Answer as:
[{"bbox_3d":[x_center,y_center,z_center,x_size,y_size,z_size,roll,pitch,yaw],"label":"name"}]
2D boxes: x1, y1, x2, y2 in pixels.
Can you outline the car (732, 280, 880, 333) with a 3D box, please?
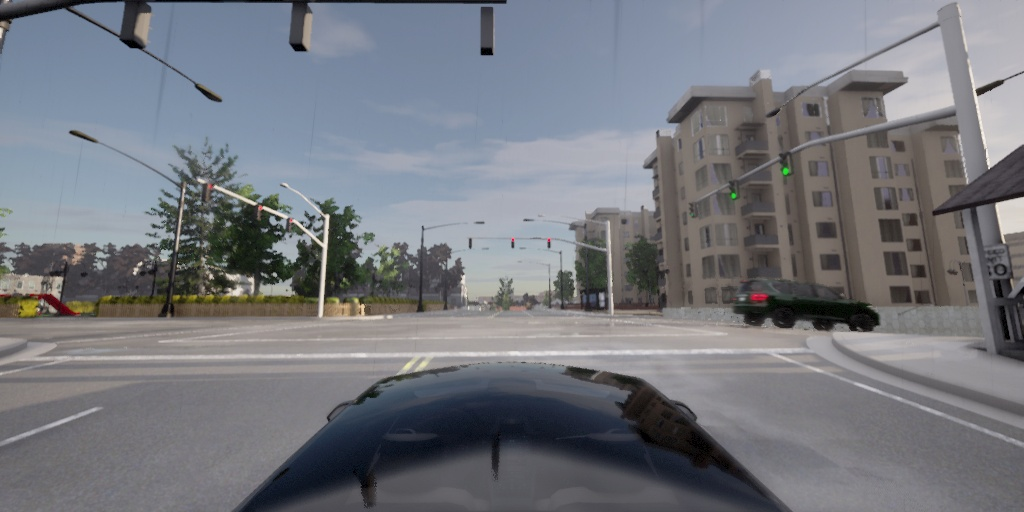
[{"bbox_3d":[13.005,2.241,16.138,5.566,2.045,2.150,4,-8,0],"label":"car"}]
